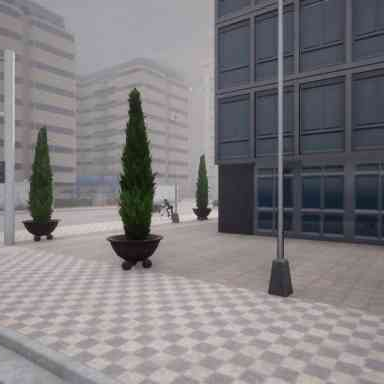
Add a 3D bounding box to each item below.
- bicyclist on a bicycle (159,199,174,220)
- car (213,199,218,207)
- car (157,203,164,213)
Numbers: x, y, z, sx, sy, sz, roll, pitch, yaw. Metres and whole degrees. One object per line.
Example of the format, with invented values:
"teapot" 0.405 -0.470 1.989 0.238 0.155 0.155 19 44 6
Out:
"bicyclist on a bicycle" -1.935 1.356 25.837 1.656 1.620 0.582 0 0 35
"car" 5.063 1.533 50.100 1.882 1.535 5.008 0 0 35
"car" -5.054 1.407 35.793 2.097 1.767 4.553 0 0 35
